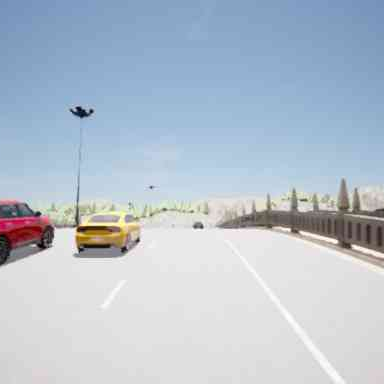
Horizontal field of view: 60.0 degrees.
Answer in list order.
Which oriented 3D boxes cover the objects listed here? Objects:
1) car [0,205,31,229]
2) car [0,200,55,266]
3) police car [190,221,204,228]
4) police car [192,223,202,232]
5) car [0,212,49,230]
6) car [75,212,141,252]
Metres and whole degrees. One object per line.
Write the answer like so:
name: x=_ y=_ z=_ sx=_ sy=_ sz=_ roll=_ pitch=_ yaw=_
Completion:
car: x=-17.588 y=2.371 z=31.139 sx=2.150 sy=2.045 sz=5.566 roll=0 pitch=-6 yaw=0
car: x=-6.898 y=1.283 z=11.751 sx=2.150 sy=2.045 sz=5.566 roll=0 pitch=-1 yaw=0
police car: x=1.060 y=5.897 z=57.703 sx=1.930 sy=1.638 sz=5.238 roll=0 pitch=-7 yaw=0
police car: x=1.062 y=7.186 z=67.620 sx=1.930 sy=1.638 sz=5.238 roll=0 pitch=-7 yaw=0
car: x=-14.089 y=2.446 z=28.235 sx=1.994 sy=1.385 sz=4.181 roll=0 pitch=-5 yaw=0
car: x=-3.397 y=1.592 z=14.293 sx=1.882 sy=1.535 sz=5.008 roll=0 pitch=-1 yaw=0
